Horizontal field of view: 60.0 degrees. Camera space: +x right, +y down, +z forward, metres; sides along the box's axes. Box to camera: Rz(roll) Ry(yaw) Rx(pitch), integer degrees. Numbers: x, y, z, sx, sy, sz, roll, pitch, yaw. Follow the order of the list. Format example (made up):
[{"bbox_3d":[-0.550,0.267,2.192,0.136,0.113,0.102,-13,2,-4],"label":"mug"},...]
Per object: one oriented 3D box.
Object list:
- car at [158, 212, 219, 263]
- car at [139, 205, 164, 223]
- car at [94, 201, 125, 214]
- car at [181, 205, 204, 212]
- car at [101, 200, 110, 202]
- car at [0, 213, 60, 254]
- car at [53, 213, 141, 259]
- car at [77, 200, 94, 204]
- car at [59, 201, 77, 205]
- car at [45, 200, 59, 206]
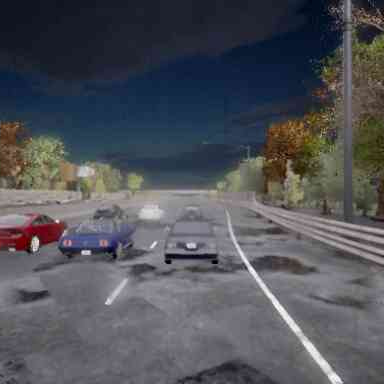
[{"bbox_3d":[0.007,1.685,12.525,2.033,1.411,5.357,0,-1,1],"label":"car"},{"bbox_3d":[-3.473,1.849,28.886,1.812,1.442,4.674,0,0,1],"label":"car"},{"bbox_3d":[-6.979,1.826,28.489,1.837,1.490,4.892,0,0,1],"label":"car"},{"bbox_3d":[0.027,1.849,28.885,1.812,1.442,4.674,0,0,1],"label":"car"},{"bbox_3d":[-17.503,2.316,67.389,1.812,1.442,4.674,0,-1,0],"label":"car"},{"bbox_3d":[-6.970,1.635,14.246,1.882,1.535,5.008,0,0,1],"label":"car"},{"bbox_3d":[-3.482,1.747,13.236,1.895,1.301,4.718,0,-1,1],"label":"car"},{"bbox_3d":[-21.003,2.316,67.390,1.812,1.442,4.674,0,-1,0],"label":"car"},{"bbox_3d":[-24.503,2.387,67.358,1.895,1.301,4.718,0,-1,0],"label":"car"},{"bbox_3d":[-28.003,2.345,67.389,1.994,1.385,4.181,0,-1,0],"label":"car"}]
